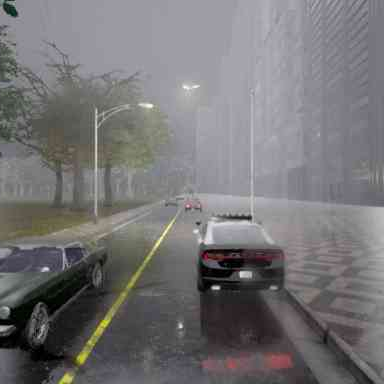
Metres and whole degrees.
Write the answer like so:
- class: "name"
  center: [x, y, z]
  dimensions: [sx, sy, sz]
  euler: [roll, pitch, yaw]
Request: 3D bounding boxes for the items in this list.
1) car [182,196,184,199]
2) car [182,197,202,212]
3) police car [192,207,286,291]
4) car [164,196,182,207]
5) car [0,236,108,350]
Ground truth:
- class: "car"
  center: [0.114, 1.429, 47.974]
  dimensions: [2.128, 1.511, 4.902]
  euler: [0, 0, 1]
- class: "car"
  center: [0.147, 1.559, 37.974]
  dimensions: [1.895, 1.301, 4.718]
  euler: [0, 0, 0]
- class: "police car"
  center: [1.063, 1.423, 9.136]
  dimensions: [1.930, 1.638, 5.238]
  euler: [0, 0, 0]
- class: "car"
  center: [-3.012, 1.483, 48.835]
  dimensions: [2.033, 1.411, 5.357]
  euler: [0, 0, 0]
- class: "car"
  center: [-3.091, 1.601, 6.339]
  dimensions: [1.895, 1.301, 4.718]
  euler: [0, 0, 0]
